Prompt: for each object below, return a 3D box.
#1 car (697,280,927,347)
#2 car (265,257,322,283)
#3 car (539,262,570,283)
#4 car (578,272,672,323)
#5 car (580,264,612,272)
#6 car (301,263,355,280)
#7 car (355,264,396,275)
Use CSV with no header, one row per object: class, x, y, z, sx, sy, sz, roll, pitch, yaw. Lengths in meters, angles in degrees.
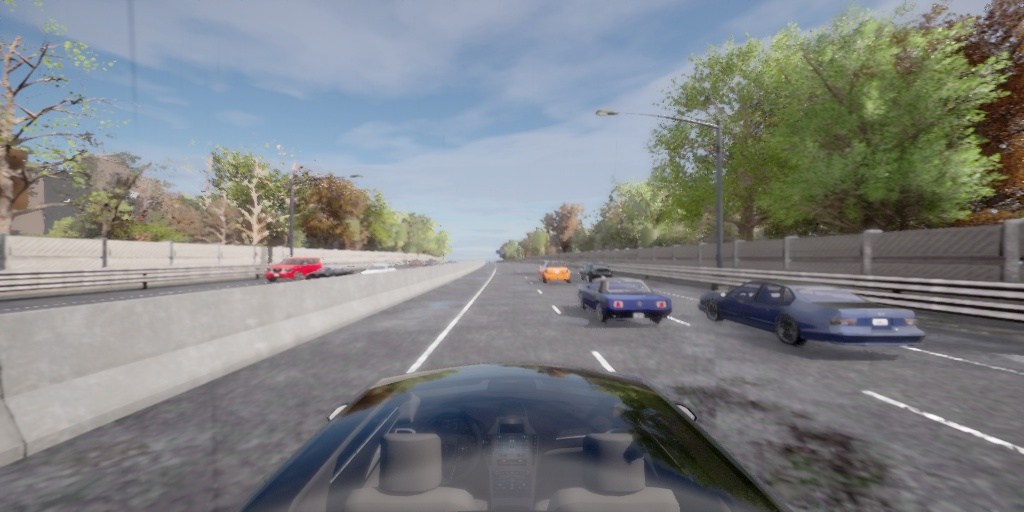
car,7.069,1.332,9.412,2.033,1.411,5.357,0,0,0
car,-17.846,1.106,29.827,2.150,2.045,5.566,0,0,-1
car,3.365,1.231,29.180,2.097,1.767,4.553,0,0,-1
car,3.554,1.400,12.276,1.895,1.301,4.718,0,0,0
car,6.861,1.386,29.579,1.837,1.490,4.892,0,0,-1
car,-14.317,1.476,28.510,1.895,1.301,4.718,0,0,-1
car,-10.824,1.406,29.530,1.812,1.442,4.674,0,0,-1
